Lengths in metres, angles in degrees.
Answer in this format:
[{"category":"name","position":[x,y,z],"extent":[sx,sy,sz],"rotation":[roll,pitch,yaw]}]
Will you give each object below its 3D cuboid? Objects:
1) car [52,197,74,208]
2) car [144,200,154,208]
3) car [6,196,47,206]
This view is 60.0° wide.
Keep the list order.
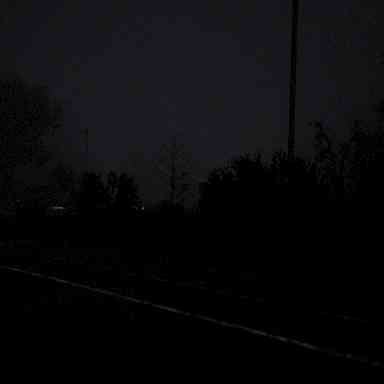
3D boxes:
[{"category":"car","position":[-15.677,1.306,43.314],"extent":[2.033,1.411,5.357],"rotation":[2,-2,20]},{"category":"car","position":[-8.800,2.189,62.127],"extent":[1.994,1.385,4.181],"rotation":[2,-2,20]},{"category":"car","position":[-20.256,1.099,40.928],"extent":[1.895,1.301,4.718],"rotation":[2,-2,20]}]
